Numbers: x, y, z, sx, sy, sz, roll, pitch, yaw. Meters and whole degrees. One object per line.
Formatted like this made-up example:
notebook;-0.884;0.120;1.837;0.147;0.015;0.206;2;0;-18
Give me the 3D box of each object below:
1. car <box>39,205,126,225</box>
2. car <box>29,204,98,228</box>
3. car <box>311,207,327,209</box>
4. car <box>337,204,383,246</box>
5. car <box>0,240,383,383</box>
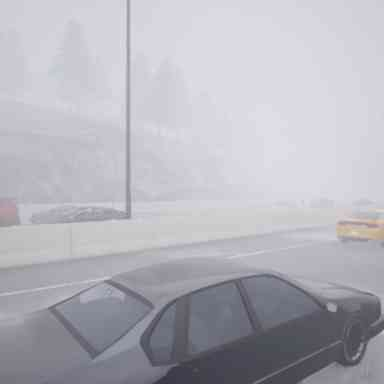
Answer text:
car;-5.613;1.534;17.417;4.902;1.511;2.128;0;0;-38
car;-9.079;1.622;23.588;4.181;1.385;1.994;0;0;-38
car;17.240;1.588;43.765;1.837;1.490;4.892;0;0;41
car;8.457;1.506;15.071;5.008;1.535;1.882;0;0;-40
car;0.259;1.557;4.021;5.357;1.411;2.033;0;0;-37
